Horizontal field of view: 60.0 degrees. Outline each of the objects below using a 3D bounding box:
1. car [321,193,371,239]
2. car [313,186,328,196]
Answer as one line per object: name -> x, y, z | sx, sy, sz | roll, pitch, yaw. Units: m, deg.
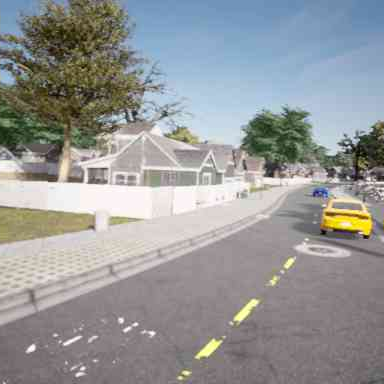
car -> 7.115, 1.073, 15.479 | 1.882, 1.535, 5.008 | 4, 3, 23
car -> 18.260, -0.153, 47.335 | 1.882, 1.535, 5.008 | 4, 4, 19
